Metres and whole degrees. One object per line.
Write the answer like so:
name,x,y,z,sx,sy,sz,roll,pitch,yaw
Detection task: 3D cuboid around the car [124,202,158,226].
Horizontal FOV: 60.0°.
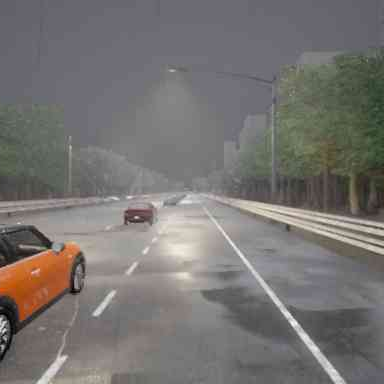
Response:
car,-3.516,1.474,23.549,1.882,1.535,5.008,0,0,0

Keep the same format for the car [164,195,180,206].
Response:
car,-3.535,1.572,54.659,1.994,1.385,4.181,0,0,0

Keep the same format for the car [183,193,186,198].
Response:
car,-3.559,1.447,94.331,2.097,1.767,4.553,0,0,0

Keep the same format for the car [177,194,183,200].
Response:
car,-3.544,1.582,70.662,1.994,1.385,4.181,0,0,0

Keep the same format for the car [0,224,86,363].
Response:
car,-3.506,1.349,5.885,2.097,1.767,4.553,0,0,0
